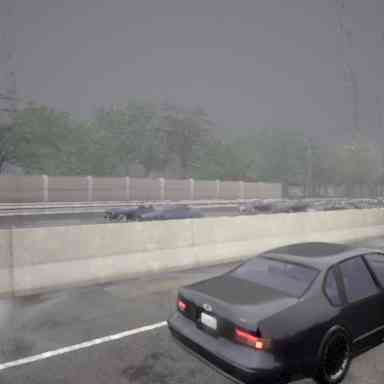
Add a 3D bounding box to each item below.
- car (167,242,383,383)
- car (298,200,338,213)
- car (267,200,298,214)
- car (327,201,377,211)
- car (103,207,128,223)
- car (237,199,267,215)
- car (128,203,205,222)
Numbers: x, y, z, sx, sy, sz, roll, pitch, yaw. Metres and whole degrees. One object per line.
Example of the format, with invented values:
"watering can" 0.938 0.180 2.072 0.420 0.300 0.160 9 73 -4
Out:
"car" 2.244 1.547 5.337 5.357 1.411 2.033 0 0 -35
"car" 12.115 1.511 29.707 4.902 1.511 2.128 0 0 -35
"car" 10.050 1.497 32.533 5.008 1.535 1.882 0 0 -35
"car" 12.992 1.618 26.049 4.718 1.301 1.895 0 0 -35
"car" -4.407 1.603 25.722 4.718 1.301 1.895 0 0 -38
"car" 6.838 1.508 34.411 4.902 1.511 2.128 0 0 -36
"car" -1.602 1.551 24.299 5.357 1.411 2.033 0 0 -35
